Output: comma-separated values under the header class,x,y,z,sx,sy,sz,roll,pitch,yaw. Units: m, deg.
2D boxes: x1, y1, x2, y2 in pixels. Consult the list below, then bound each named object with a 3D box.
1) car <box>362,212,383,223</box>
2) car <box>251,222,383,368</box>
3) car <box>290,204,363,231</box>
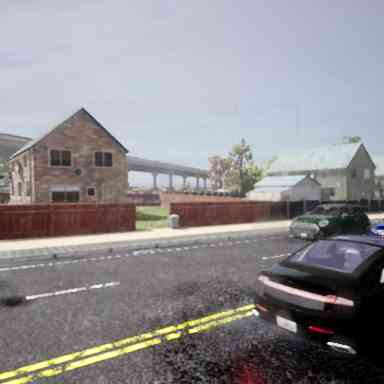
class,x,y,z,sx,sy,sz,roll,pitch,yaw
car,9.755,1.589,14.749,4.674,1.442,1.812,0,0,-36
car,3.196,1.515,5.757,4.902,1.511,2.128,0,0,-36
car,7.010,1.412,16.775,4.553,1.767,2.097,0,0,-36
